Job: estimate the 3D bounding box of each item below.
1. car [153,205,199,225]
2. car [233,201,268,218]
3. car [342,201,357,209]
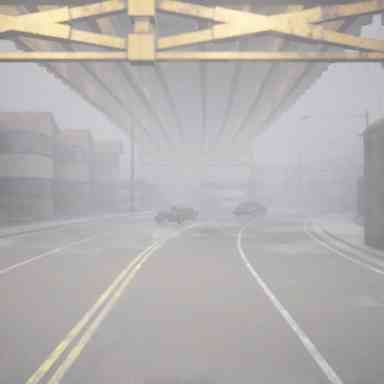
[{"bbox_3d":[-1.057,1.595,24.215,1.895,1.301,4.718,0,0,19],"label":"car"},{"bbox_3d":[5.385,1.516,30.216,2.033,1.411,5.357,0,0,28],"label":"car"},{"bbox_3d":[26.707,2.046,53.840,4.718,1.301,1.895,2,-1,-21],"label":"car"}]
